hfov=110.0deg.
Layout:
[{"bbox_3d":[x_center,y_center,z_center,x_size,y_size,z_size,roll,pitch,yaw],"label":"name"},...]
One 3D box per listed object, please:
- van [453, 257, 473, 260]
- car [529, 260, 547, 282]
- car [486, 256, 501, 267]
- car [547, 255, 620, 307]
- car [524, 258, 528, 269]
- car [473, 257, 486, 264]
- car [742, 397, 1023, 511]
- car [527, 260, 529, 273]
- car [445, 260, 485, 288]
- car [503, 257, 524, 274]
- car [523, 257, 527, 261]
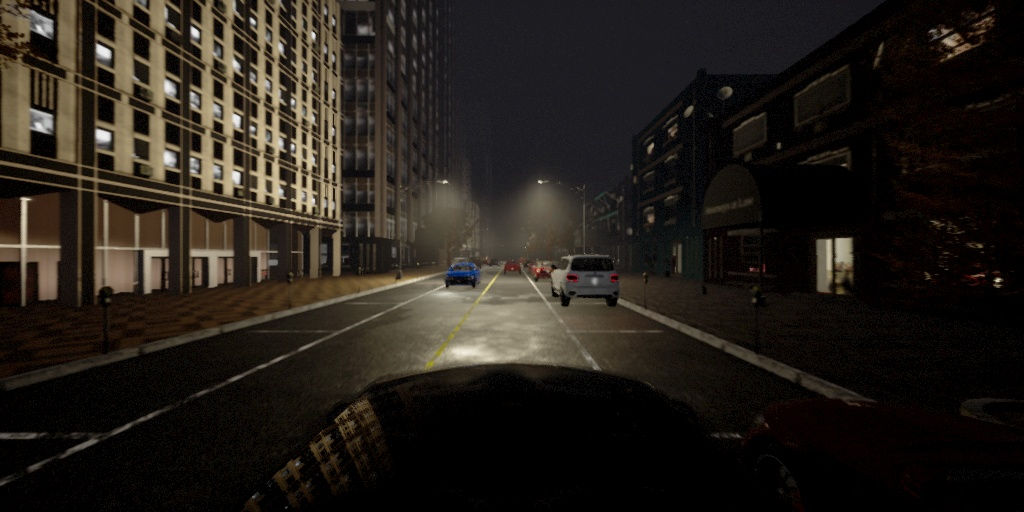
[{"bbox_3d":[-5.715,1.061,39.911,1.690,1.789,3.998,0,0,0],"label":"van"},{"bbox_3d":[2.674,1.168,28.841,1.967,1.591,4.097,0,0,0],"label":"car"},{"bbox_3d":[-3.067,1.226,63.722,1.837,1.490,4.892,0,0,1],"label":"car"},{"bbox_3d":[2.991,0.963,15.656,2.150,2.045,5.566,0,0,0],"label":"car"},{"bbox_3d":[2.667,1.266,39.916,1.888,1.381,4.507,0,0,0],"label":"car"},{"bbox_3d":[-5.725,1.029,56.523,2.192,1.841,5.009,0,0,0],"label":"car"},{"bbox_3d":[2.691,1.333,1.157,1.802,1.307,4.207,0,0,0],"label":"car"},{"bbox_3d":[2.670,1.306,34.378,1.802,1.307,4.207,0,0,0],"label":"car"},{"bbox_3d":[-3.112,1.209,23.486,1.882,1.535,5.008,0,0,0],"label":"car"},{"bbox_3d":[0.054,1.199,40.245,1.882,1.535,5.008,0,0,0],"label":"car"},{"bbox_3d":[2.656,1.281,56.527,1.948,1.339,4.313,0,0,0],"label":"car"}]
